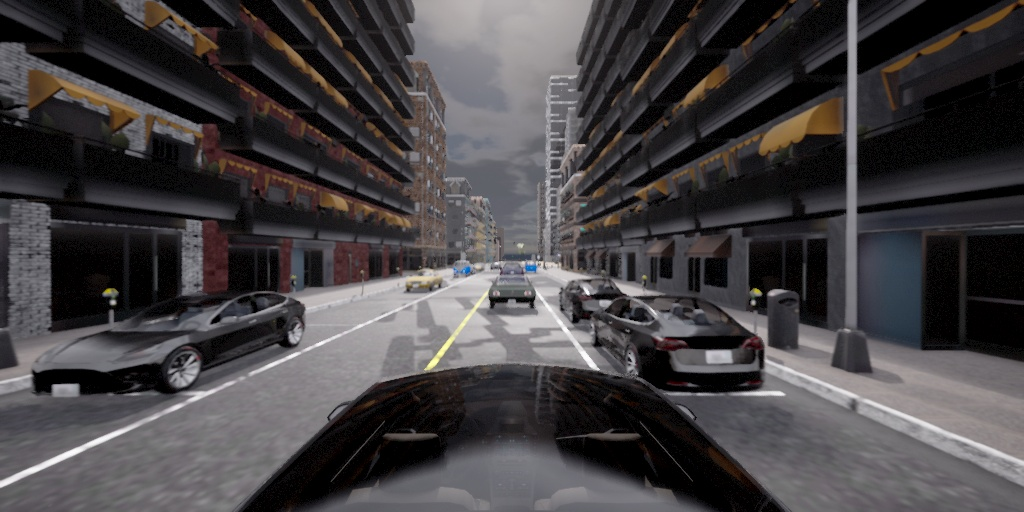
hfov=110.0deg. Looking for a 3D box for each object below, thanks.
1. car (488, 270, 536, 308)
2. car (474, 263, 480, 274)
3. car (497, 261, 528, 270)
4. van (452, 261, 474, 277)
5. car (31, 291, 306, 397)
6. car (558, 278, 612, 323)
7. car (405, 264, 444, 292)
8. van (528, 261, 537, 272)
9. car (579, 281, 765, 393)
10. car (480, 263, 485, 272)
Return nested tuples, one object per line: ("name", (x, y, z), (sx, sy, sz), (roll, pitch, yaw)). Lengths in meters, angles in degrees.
("car", (0.009, 1.482, 15.948), (1.895, 1.301, 4.718), (0, 0, 0))
("car", (-5.669, 1.717, 46.397), (2.007, 1.370, 4.403), (0, 0, 0))
("car", (0.018, 1.371, 30.916), (2.097, 1.767, 4.553), (0, -1, 0))
("van", (-5.672, 1.454, 40.734), (1.690, 1.789, 3.998), (0, 0, 0))
("car", (-5.689, 1.362, 6.752), (1.948, 1.339, 4.313), (0, 0, 0))
("car", (2.694, 1.414, 12.378), (1.948, 1.339, 4.313), (0, 0, 0))
("car", (-5.680, 1.479, 23.573), (1.751, 1.417, 4.829), (0, 0, 0))
("van", (2.715, 1.561, 52.021), (1.690, 1.789, 3.998), (0, 0, 0))
("car", (2.692, 1.361, 6.714), (1.948, 1.339, 4.313), (0, 0, 0))
("car", (-5.663, 1.800, 57.554), (1.751, 1.417, 4.829), (0, 0, 0))
